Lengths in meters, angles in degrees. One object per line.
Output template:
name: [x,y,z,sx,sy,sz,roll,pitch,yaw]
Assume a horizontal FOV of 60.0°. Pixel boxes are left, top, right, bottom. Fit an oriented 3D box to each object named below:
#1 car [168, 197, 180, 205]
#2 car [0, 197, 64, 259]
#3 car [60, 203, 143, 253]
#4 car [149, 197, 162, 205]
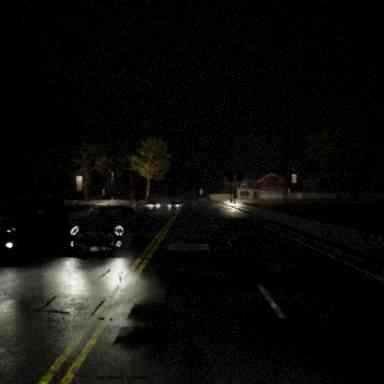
car: [-3.267,1.573,60.907,1.812,1.442,4.674,0,0,1]
car: [-6.599,1.231,12.918,2.150,2.045,5.566,0,0,0]
car: [-3.349,1.362,13.612,2.097,1.767,4.553,0,0,0]
car: [-6.527,1.611,59.535,1.994,1.385,4.181,0,0,1]
